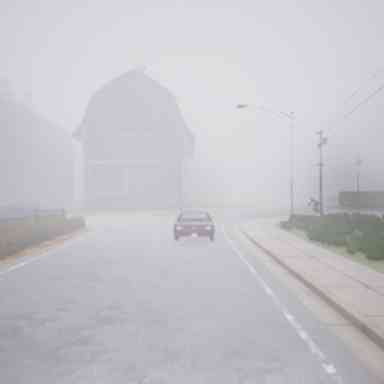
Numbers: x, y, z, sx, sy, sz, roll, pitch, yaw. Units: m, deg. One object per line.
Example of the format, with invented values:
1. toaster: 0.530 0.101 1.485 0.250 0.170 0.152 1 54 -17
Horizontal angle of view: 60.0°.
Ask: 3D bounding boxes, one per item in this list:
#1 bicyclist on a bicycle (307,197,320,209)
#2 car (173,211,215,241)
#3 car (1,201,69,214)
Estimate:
1. bicyclist on a bicycle: 12.424 1.348 34.179 1.656 1.620 0.582 0 0 33
2. car: 0.147 1.586 16.680 1.895 1.301 4.718 0 0 2
3. car: -12.191 1.454 25.987 5.008 1.535 1.882 0 0 3
